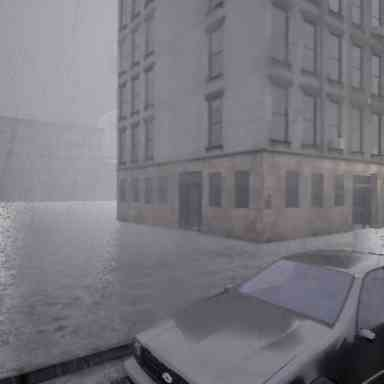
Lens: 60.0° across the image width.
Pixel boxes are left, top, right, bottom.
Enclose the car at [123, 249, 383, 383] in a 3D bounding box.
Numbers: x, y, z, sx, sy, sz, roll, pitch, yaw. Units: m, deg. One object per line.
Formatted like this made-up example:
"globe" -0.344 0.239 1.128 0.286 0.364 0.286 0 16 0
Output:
"car" 1.889 1.548 4.417 5.357 1.411 2.033 0 0 -35
